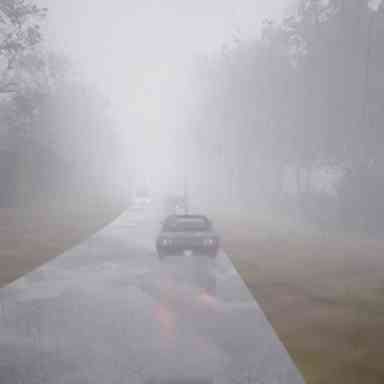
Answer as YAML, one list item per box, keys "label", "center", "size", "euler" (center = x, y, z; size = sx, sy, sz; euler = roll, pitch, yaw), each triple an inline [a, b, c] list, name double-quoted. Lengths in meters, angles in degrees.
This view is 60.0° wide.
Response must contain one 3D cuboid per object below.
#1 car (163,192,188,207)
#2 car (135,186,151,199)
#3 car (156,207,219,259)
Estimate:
- label: "car"
  center: [-1.419, 0.786, 28.693]
  size: [1.837, 1.490, 4.892]
  euler: [1, 3, -6]
- label: "car"
  center: [-6.173, 0.007, 42.326]
  size: [2.033, 1.411, 5.357]
  euler: [1, 3, -9]
- label: "car"
  center: [-0.200, 1.450, 11.973]
  size: [1.895, 1.301, 4.718]
  euler: [0, 1, -2]
